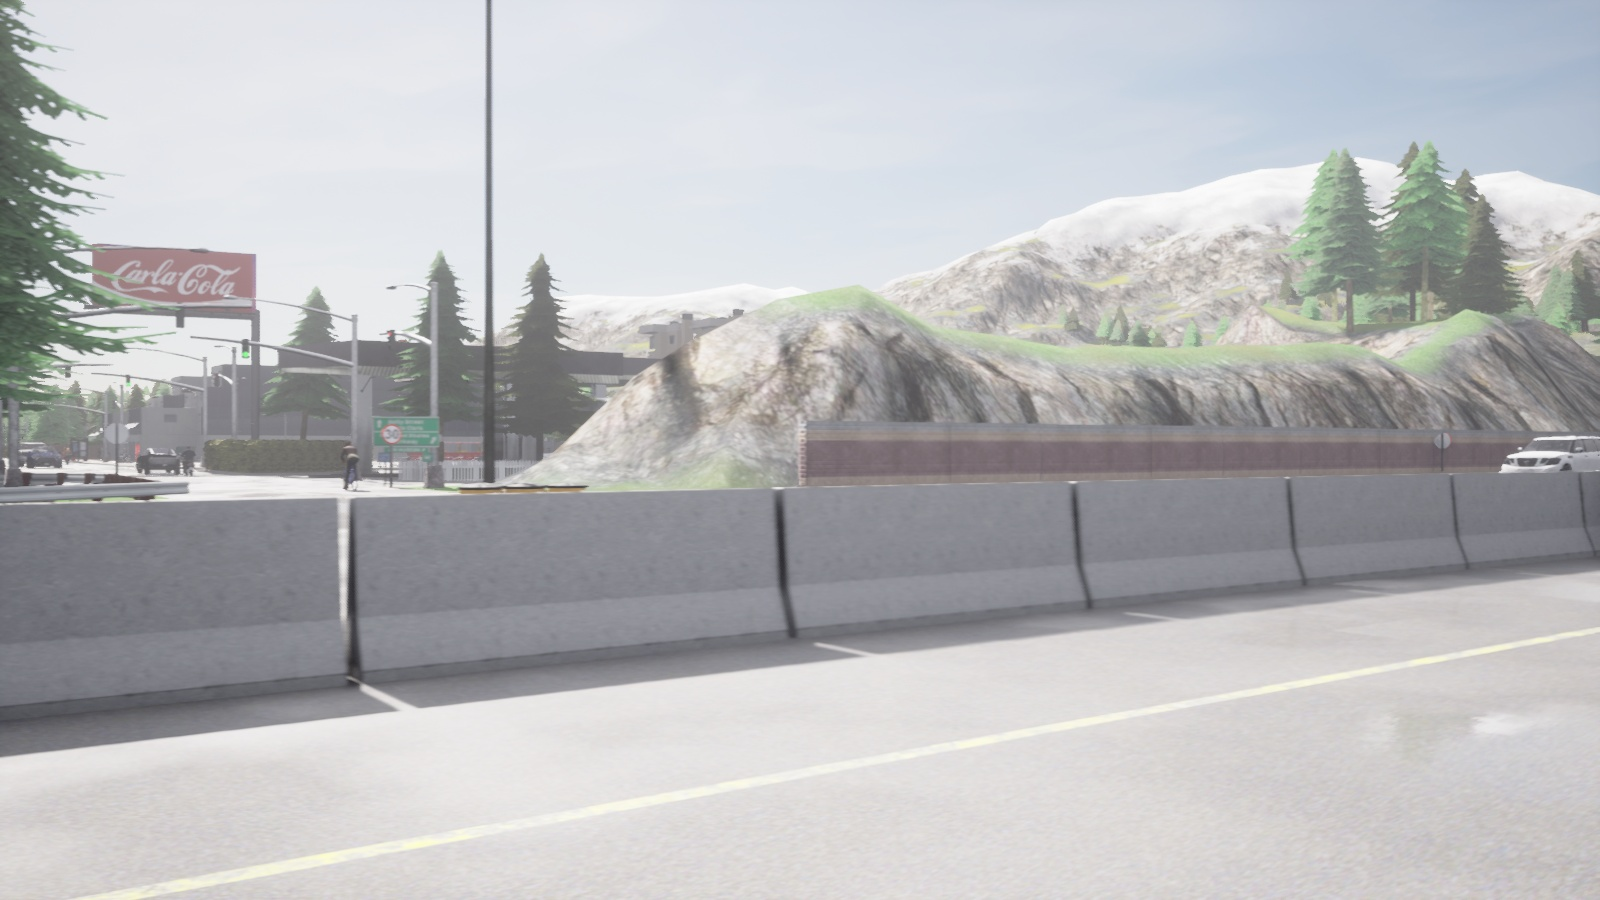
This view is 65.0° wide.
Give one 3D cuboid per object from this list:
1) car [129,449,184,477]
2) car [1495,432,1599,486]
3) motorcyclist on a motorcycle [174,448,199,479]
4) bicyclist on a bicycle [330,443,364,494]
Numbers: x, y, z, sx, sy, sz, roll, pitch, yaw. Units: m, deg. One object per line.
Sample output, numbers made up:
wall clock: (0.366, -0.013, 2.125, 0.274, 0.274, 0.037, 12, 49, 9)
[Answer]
car: (-37.377, 0.742, 72.865, 2.128, 1.511, 4.902, 1, 0, -35)
car: (30.400, 0.323, 50.413, 5.566, 2.045, 2.150, 0, 0, -35)
motorcyclist on a motorcycle: (-31.578, 0.687, 64.599, 0.866, 1.590, 1.817, 0, 0, -35)
bicyclist on a bicycle: (-14.642, 0.591, 40.554, 0.582, 1.620, 1.656, 0, -1, -35)
